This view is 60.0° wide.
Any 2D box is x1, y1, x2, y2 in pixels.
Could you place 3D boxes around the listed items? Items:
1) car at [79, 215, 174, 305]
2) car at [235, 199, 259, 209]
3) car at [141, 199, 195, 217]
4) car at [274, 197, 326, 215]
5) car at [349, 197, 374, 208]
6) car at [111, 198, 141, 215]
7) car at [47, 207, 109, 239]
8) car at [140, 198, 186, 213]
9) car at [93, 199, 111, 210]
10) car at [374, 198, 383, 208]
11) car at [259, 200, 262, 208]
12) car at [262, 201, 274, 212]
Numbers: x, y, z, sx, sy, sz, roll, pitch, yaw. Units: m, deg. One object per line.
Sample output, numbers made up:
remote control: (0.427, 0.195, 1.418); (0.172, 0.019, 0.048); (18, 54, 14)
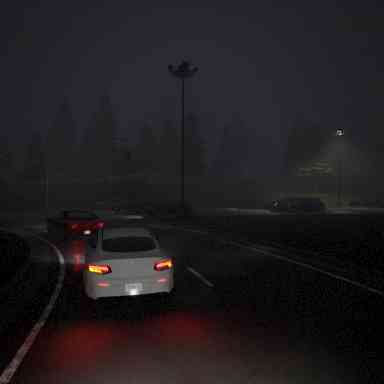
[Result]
car: (-1.664, 1.526, 8.124); (1.812, 1.442, 4.674); (0, 0, -16)
car: (7.845, 1.564, 44.060); (4.181, 1.385, 1.994); (0, 0, -14)
car: (-2.082, 1.526, 30.842); (4.674, 1.442, 1.812); (0, 0, -14)
car: (11.225, 1.352, 34.075); (4.553, 1.767, 2.097); (0, 0, -14)
car: (25.310, 1.477, 48.296); (5.008, 1.535, 1.882); (0, 0, -14)
car: (-5.391, 1.477, 33.638); (5.008, 1.535, 1.882); (0, 0, -14)
car: (-6.180, 1.601, 17.414); (1.895, 1.301, 4.718); (0, 0, -35)
car: (-3.296, 1.491, 37.749); (4.902, 1.511, 2.128); (0, 0, -14)
car: (-9.294, 1.477, 39.893); (5.008, 1.535, 1.882); (0, 0, -14)
car: (28.029, 1.477, 45.351); (5.008, 1.535, 1.882); (0, 0, -13)
car: (11.026, 1.563, 41.230); (4.181, 1.385, 1.994); (0, 0, -14)
car: (10.803, 1.352, 37.574); (4.553, 1.767, 2.097); (0, 0, -14)
